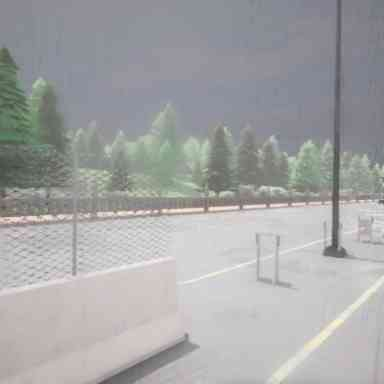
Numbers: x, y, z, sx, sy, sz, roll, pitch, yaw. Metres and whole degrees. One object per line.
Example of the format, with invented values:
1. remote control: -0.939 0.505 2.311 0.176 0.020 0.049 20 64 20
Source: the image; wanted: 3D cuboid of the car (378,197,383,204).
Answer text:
1. car: 36.136 1.631 61.717 1.895 1.301 4.718 1 1 42
